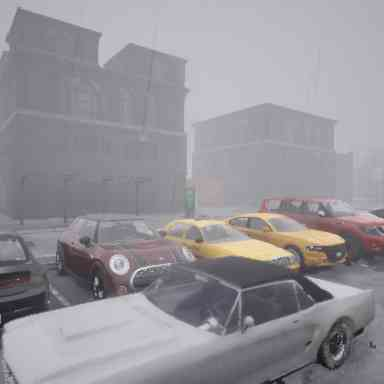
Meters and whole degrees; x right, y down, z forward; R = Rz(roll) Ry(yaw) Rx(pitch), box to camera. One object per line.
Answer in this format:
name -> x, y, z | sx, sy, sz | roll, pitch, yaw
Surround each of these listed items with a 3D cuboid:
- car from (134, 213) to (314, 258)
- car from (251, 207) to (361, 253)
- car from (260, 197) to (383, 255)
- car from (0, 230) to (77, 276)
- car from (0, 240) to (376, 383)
car -> 0.497, 1.478, 9.559 | 1.946, 1.575, 5.366 | 0, 0, -35
car -> 2.655, 1.481, 11.326 | 2.097, 1.535, 5.008 | 0, 0, -35
car -> 4.944, 1.230, 12.910 | 2.435, 2.045, 5.566 | 0, 0, -35
car -> -4.145, 1.481, 6.481 | 2.231, 1.521, 4.892 | 0, 0, -35
car -> 0.224, 1.601, 4.145 | 4.718, 1.301, 1.895 | 0, 0, -35
